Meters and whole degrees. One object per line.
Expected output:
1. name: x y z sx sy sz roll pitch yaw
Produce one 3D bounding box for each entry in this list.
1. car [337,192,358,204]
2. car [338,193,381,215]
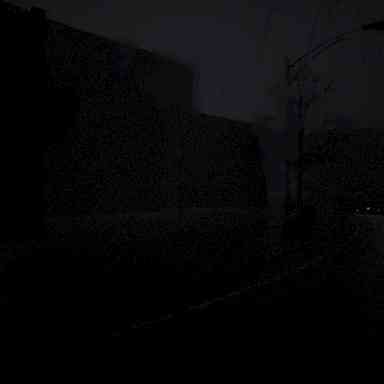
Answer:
1. car: 18.217 0.765 37.707 1.882 1.535 5.008 0 1 -1
2. car: 13.676 1.037 27.047 1.994 1.385 4.181 0 1 11
